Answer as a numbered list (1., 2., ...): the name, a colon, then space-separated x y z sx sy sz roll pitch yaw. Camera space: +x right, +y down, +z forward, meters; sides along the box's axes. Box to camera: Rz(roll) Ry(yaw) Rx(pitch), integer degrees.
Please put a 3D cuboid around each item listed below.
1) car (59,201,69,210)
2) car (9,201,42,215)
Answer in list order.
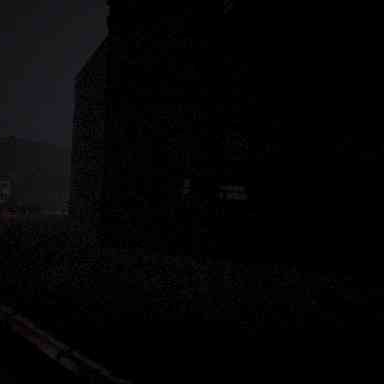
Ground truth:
1. car: -18.628 2.133 51.753 2.128 1.511 4.902 4 -1 11
2. car: -19.803 1.836 39.844 1.882 1.535 5.008 4 -1 3
